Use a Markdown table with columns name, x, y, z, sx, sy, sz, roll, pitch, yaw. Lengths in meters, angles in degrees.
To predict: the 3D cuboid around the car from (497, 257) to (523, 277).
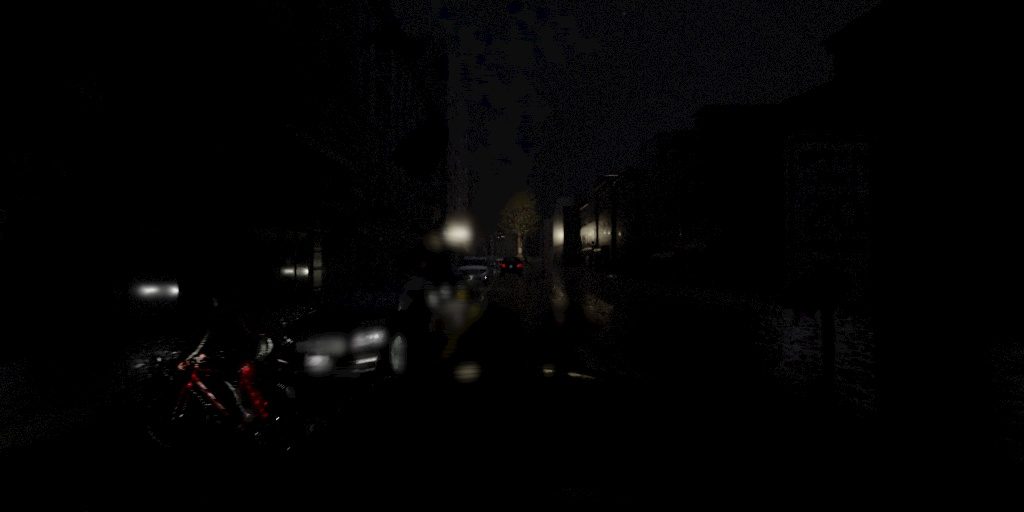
| name | x | y | z | sx | sy | sz | roll | pitch | yaw |
| --- | --- | --- | --- | --- | --- | --- | --- | --- | --- |
| car | -0.082 | 1.070 | 36.899 | 2.150 | 2.045 | 5.566 | 0 | 0 | 0 |

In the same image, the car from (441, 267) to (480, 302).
| name | x | y | z | sx | sy | sz | roll | pitch | yaw |
| --- | --- | --- | --- | --- | --- | --- | --- | --- | --- |
| car | -2.919 | 1.431 | 17.687 | 1.994 | 1.385 | 4.181 | 0 | 0 | 0 |

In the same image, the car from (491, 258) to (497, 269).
| name | x | y | z | sx | sy | sz | roll | pitch | yaw |
| --- | --- | --- | --- | --- | --- | --- | --- | --- | --- |
| car | -3.111 | 1.058 | 54.383 | 2.128 | 1.511 | 4.902 | 0 | 1 | 0 |

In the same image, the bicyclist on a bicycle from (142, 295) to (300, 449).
| name | x | y | z | sx | sy | sz | roll | pitch | yaw |
| --- | --- | --- | --- | --- | --- | --- | --- | --- | --- |
| bicyclist on a bicycle | -3.066 | 1.227 | 3.764 | 1.656 | 1.620 | 0.582 | -2 | 0 | 0 |

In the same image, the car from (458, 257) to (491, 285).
| name | x | y | z | sx | sy | sz | roll | pitch | yaw |
| --- | --- | --- | --- | --- | --- | --- | --- | --- | --- |
| car | -2.954 | 1.116 | 28.407 | 2.150 | 2.045 | 5.566 | 0 | 0 | -3 |

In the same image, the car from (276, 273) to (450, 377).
| name | x | y | z | sx | sy | sz | roll | pitch | yaw |
| --- | --- | --- | --- | --- | --- | --- | --- | --- | --- |
| car | -2.874 | 1.295 | 7.715 | 2.128 | 1.511 | 4.902 | 0 | 0 | 0 |
